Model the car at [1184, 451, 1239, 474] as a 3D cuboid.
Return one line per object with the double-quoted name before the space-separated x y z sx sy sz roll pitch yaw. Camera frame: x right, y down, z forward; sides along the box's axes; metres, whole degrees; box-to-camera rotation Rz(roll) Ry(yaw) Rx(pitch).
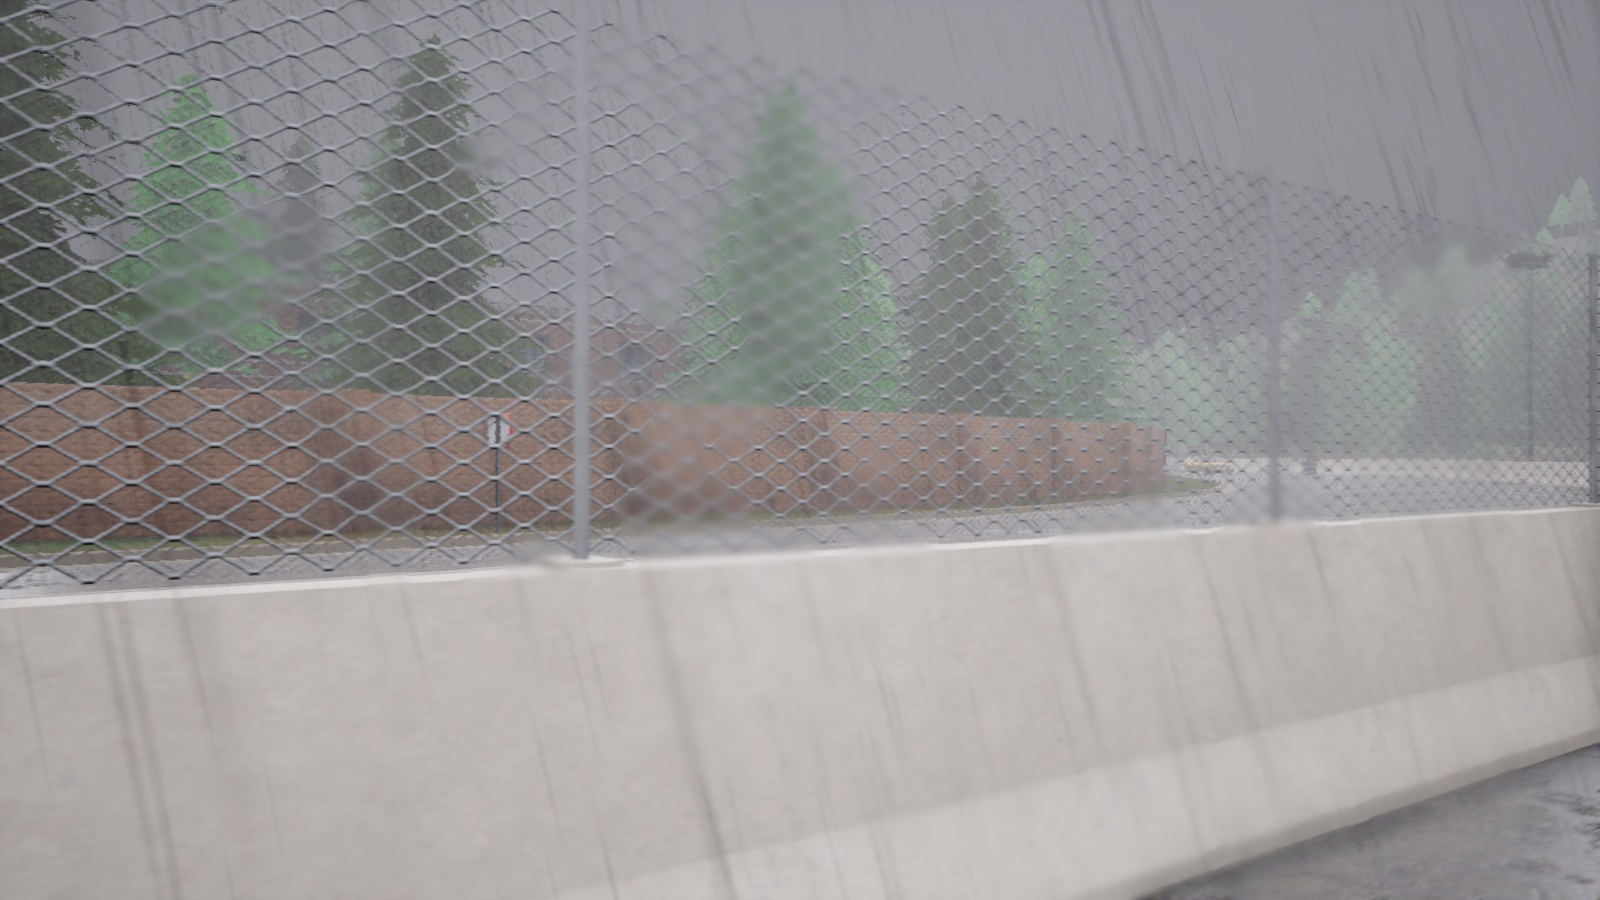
"car" 29.133 0.873 89.097 1.801 1.575 5.366 0 0 -4
